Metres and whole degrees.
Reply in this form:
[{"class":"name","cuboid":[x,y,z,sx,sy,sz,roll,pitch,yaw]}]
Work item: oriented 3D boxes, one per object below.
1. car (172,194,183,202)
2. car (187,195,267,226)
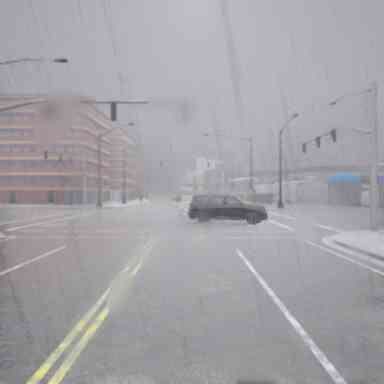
[{"class":"car","cuboid":[-3.463,1.663,75.656,1.895,1.301,4.718,0,0,0]},{"class":"car","cuboid":[2.448,1.224,23.488,5.566,2.045,2.150,0,1,3]}]
